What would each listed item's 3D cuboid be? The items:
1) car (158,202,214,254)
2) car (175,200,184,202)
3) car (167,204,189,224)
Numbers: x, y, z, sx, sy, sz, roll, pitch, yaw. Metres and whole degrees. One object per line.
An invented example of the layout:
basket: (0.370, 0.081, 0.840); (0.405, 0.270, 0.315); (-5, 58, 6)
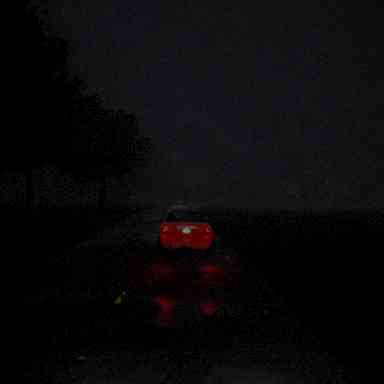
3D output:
car: (-0.311, 1.476, 14.236); (2.097, 1.767, 4.553); (1, -1, -3)
car: (-2.879, 2.447, 72.796); (1.837, 1.490, 4.892); (-1, -1, 9)
car: (-1.301, 1.877, 29.537); (1.812, 1.442, 4.674); (0, -1, -3)
